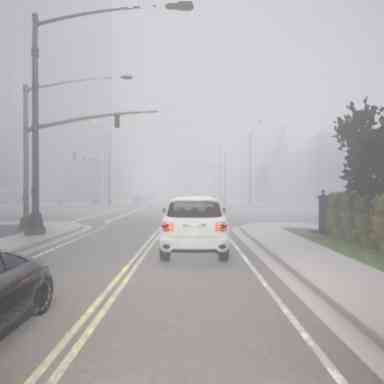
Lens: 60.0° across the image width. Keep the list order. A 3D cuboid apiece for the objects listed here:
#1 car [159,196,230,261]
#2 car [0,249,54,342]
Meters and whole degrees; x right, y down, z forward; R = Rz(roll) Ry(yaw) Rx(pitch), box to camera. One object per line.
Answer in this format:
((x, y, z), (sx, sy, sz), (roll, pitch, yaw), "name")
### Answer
((0.081, 1.146, 12.062), (2.150, 2.045, 5.566), (0, 0, 0), "car")
((-3.594, 1.535, 4.612), (1.994, 1.385, 4.181), (0, 0, 0), "car")
